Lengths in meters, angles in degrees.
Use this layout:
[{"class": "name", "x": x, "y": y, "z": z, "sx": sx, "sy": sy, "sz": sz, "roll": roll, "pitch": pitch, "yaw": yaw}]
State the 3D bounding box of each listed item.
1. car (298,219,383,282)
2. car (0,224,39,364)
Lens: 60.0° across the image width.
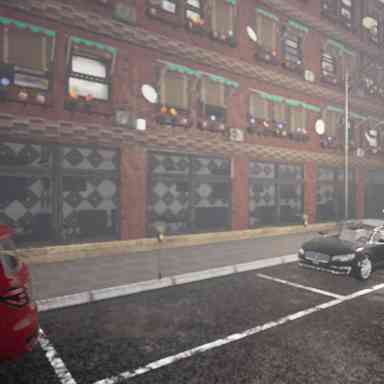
[{"class": "car", "x": 4.876, "y": 1.501, "z": 9.566, "sx": 4.403, "sy": 1.369, "sz": 2.008, "roll": 0, "pitch": 1, "yaw": -35}, {"class": "car", "x": -4.158, "y": 1.324, "z": 3.119, "sx": 5.009, "sy": 1.841, "sz": 2.192, "roll": 0, "pitch": 1, "yaw": -35}]
